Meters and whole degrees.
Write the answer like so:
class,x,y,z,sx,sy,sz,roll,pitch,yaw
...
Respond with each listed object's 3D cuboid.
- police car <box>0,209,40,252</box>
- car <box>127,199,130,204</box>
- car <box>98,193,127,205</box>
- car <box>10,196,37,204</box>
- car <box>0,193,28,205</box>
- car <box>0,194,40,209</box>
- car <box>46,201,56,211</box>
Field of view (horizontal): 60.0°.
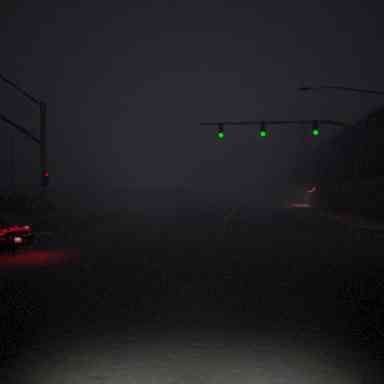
class,x,y,z,sx,sy,sz,roll,pitch,yaw
police car,-8.420,1.509,11.927,4.974,1.542,2.038,0,0,8
car,-12.432,1.395,55.885,3.806,1.475,1.970,0,0,9
car,-12.893,1.156,53.027,3.866,1.878,1.905,0,0,9
car,-29.689,1.363,58.585,3.905,1.438,1.784,0,0,9
car,-30.203,1.153,55.734,4.605,1.855,1.932,0,0,9
car,-16.417,1.153,30.786,4.605,1.855,1.932,0,0,9
car,-15.912,1.156,33.636,3.866,1.878,1.905,0,0,9
